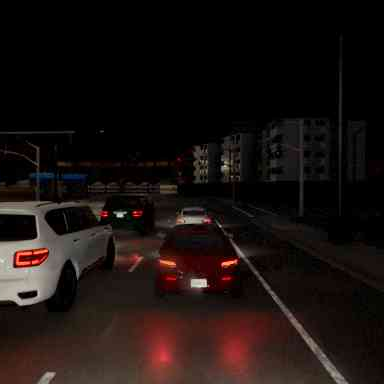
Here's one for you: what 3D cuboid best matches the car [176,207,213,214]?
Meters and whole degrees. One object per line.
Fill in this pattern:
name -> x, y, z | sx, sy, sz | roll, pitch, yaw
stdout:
car -> 0.115, 1.490, 17.556 | 1.812, 1.442, 4.674 | 0, 0, 1

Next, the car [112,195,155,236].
car -> -3.352, 1.179, 18.186 | 2.150, 2.045, 5.566 | 0, 0, 0

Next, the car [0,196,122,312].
car -> -3.383, 1.217, 7.827 | 2.150, 2.045, 5.566 | 0, 0, 0

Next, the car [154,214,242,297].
car -> 0.120, 1.521, 8.469 | 1.812, 1.442, 4.674 | 0, 0, 0
